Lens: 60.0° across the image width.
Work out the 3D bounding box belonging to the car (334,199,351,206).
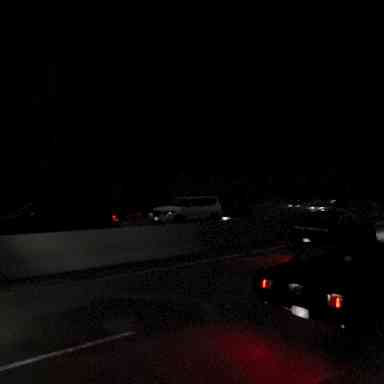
[{"bbox_3d":[21.458,1.738,47.487,1.837,1.490,4.892,0,-1,25],"label":"car"}]

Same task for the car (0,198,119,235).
[{"bbox_3d":[-5.644,1.265,13.067,5.566,2.045,2.150,0,0,-38],"label":"car"}]

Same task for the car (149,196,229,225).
[{"bbox_3d":[-0.245,1.298,22.436,5.566,2.045,2.150,0,0,-45],"label":"car"}]

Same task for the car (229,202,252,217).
[{"bbox_3d":[4.142,1.694,32.604,1.994,1.385,4.181,0,0,38],"label":"car"}]

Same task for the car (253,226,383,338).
[{"bbox_3d":[3.436,1.616,6.683,4.718,1.301,1.895,0,0,-39],"label":"car"}]

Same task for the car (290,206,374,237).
[{"bbox_3d":[5.848,1.529,13.561,4.902,1.511,2.128,0,0,-43],"label":"car"}]

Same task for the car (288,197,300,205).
[{"bbox_3d":[21.340,1.809,69.513,2.097,1.767,4.553,0,-1,13],"label":"car"}]

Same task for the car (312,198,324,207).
[{"bbox_3d":[21.607,1.845,57.112,1.812,1.442,4.674,0,-1,20],"label":"car"}]
